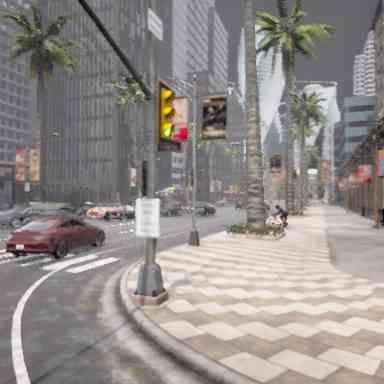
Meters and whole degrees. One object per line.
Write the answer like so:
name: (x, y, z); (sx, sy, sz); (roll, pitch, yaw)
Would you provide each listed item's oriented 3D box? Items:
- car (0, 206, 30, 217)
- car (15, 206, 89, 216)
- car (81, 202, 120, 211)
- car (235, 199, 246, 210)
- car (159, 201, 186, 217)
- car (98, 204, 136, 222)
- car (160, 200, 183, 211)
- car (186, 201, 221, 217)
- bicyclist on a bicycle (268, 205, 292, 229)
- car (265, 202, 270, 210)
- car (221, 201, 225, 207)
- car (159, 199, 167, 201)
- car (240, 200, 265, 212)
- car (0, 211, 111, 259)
car: (-12.489, 1.823, 24.842); (2.128, 1.511, 4.902); (0, -1, 21)
car: (-9.490, 1.885, 22.900); (1.994, 1.385, 4.181); (0, -1, 21)
car: (-8.778, 1.868, 34.332); (2.097, 1.767, 4.553); (0, -1, 21)
car: (9.557, 2.313, 61.845); (2.150, 2.045, 5.566); (0, -2, 22)
car: (-2.877, 2.153, 39.802); (1.837, 1.490, 4.892); (0, -1, 21)
car: (-6.282, 2.081, 31.115); (1.895, 1.301, 4.718); (0, -1, 21)
car: (-3.467, 2.272, 56.239); (2.185, 1.767, 4.553); (0, -1, 21)
car: (1.483, 2.186, 40.782); (2.128, 1.511, 4.902); (0, -1, 21)
bicyclist on a bicycle: (6.046, 1.729, 22.868); (1.656, 1.620, 0.582); (0, -1, 21)
car: (13.134, 2.598, 61.428); (1.882, 1.535, 5.008); (0, -1, 21)
car: (6.930, 2.929, 83.704); (2.231, 1.521, 4.892); (0, -1, 21)
car: (-4.977, 1.925, 44.022); (2.150, 2.045, 5.566); (0, -1, 21)
car: (9.451, 2.424, 51.705); (2.128, 1.511, 4.902); (0, -1, 21)
car: (-5.273, 1.718, 13.410); (1.812, 1.442, 4.674); (0, -1, 12)
